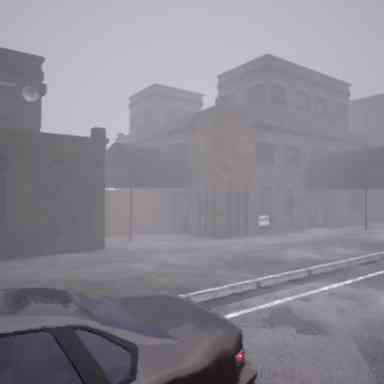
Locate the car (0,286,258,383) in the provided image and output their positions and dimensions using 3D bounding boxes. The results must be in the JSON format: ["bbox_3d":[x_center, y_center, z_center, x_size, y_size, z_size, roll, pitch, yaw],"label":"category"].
[{"bbox_3d":[-1.942,1.547,2.302,5.357,1.411,2.033,0,0,-35],"label":"car"}]
